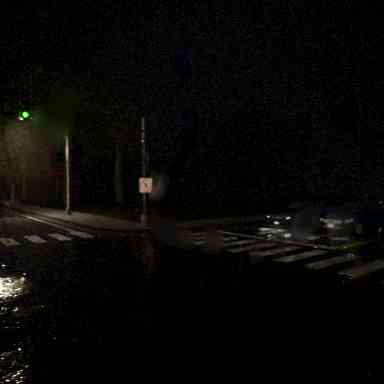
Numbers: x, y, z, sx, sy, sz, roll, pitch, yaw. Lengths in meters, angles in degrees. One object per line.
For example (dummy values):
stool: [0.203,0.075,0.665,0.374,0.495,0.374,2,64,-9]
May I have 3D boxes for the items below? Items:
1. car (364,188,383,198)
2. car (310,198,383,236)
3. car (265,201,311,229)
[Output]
car: [14.822,0.713,25.517,5.566,2.045,2.150,-1,1,-37]
car: [8.143,1.212,16.365,4.674,1.442,1.812,-1,1,-36]
car: [6.692,1.218,19.290,5.357,1.411,2.033,-1,1,-35]
